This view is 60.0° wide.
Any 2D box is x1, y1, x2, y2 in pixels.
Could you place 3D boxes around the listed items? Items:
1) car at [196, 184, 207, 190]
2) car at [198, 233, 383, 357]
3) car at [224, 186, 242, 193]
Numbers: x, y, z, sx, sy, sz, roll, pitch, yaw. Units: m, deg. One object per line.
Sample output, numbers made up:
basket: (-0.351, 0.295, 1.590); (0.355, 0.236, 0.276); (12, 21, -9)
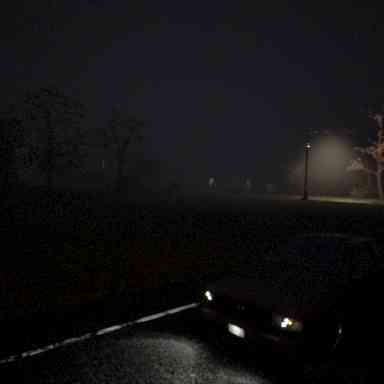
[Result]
car: (2.983, -1.229, 79.698); (2.097, 1.767, 4.553); (1, 2, -40)
car: (2.625, 1.534, 6.318); (5.357, 1.411, 2.033); (0, 0, -41)
car: (8.919, -0.530, 72.713); (1.994, 1.385, 4.181); (1, 2, -40)
